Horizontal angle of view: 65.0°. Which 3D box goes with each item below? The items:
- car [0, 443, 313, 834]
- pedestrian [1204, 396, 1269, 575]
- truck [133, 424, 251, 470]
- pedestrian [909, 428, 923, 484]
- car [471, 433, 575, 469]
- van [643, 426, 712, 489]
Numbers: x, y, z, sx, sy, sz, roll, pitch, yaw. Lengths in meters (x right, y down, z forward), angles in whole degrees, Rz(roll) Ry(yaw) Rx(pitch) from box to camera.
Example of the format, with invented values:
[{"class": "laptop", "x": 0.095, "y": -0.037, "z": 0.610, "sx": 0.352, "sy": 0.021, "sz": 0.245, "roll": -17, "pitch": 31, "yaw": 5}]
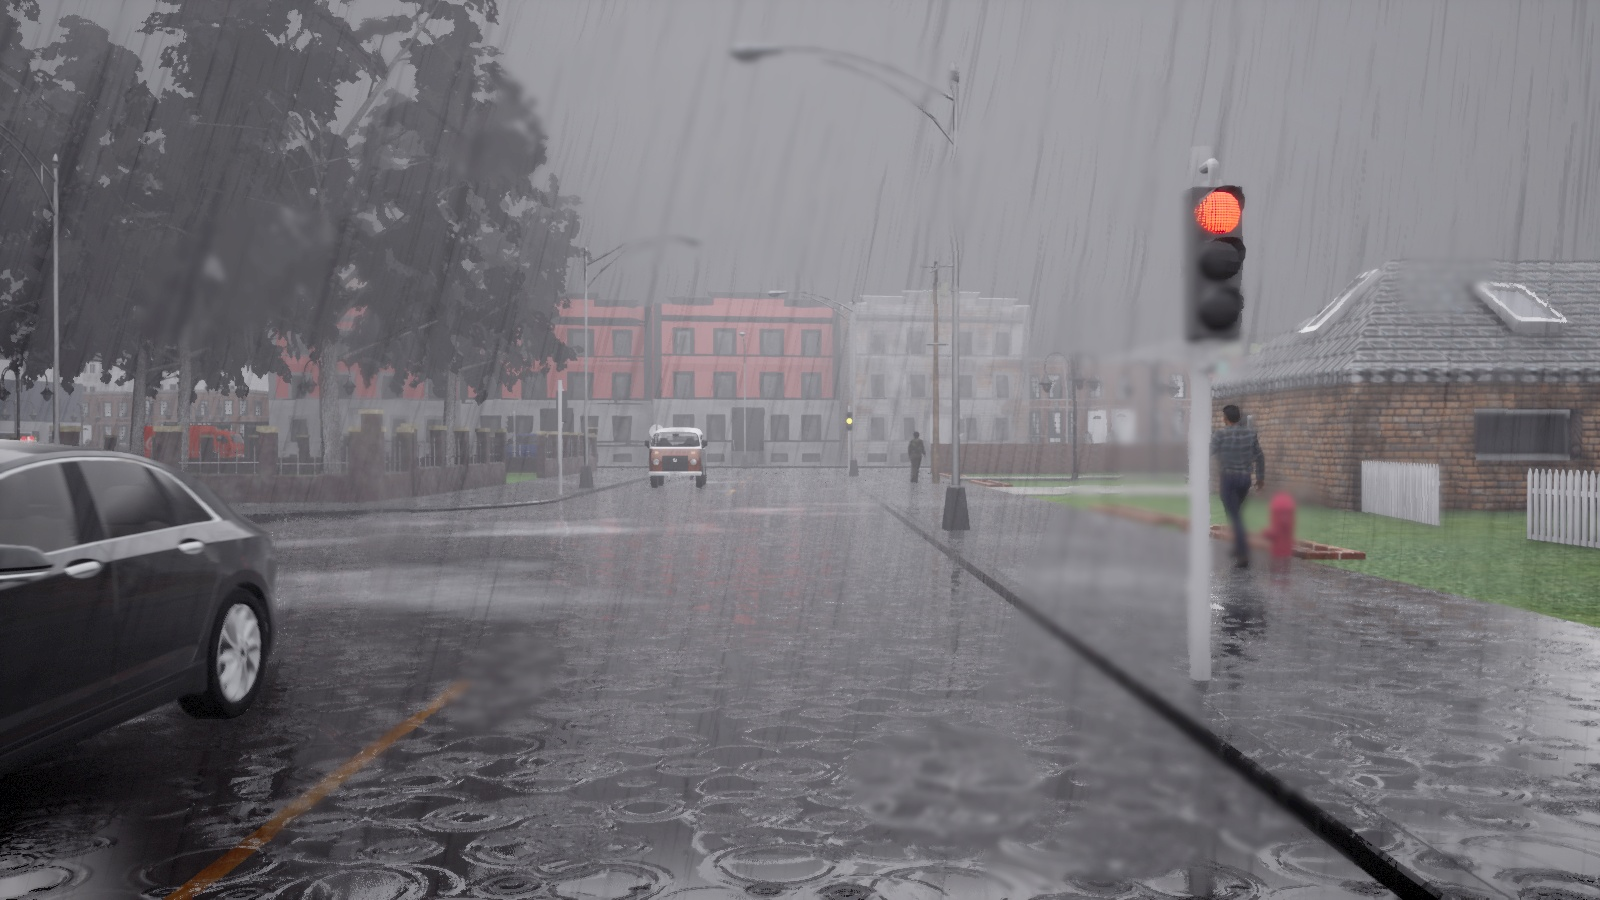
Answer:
[{"class": "car", "x": -3.970, "y": 0.718, "z": 5.395, "sx": 1.837, "sy": 1.490, "sz": 4.892, "roll": 0, "pitch": 0, "yaw": 0}, {"class": "pedestrian", "x": 4.873, "y": 0.381, "z": 14.043, "sx": 0.423, "sy": 1.949, "sz": 0.788, "roll": 0, "pitch": 0, "yaw": -2}, {"class": "truck", "x": -33.244, "y": -0.155, "z": 68.773, "sx": 5.204, "sy": 2.467, "sz": 2.627, "roll": 0, "pitch": 0, "yaw": 0}, {"class": "pedestrian", "x": 4.049, "y": 0.211, "z": 43.878, "sx": 0.395, "sy": 1.930, "sz": 0.692, "roll": 0, "pitch": 0, "yaw": 13}, {"class": "car", "x": -16.032, "y": 0.041, "z": 72.863, "sx": 5.566, "sy": 2.045, "sz": 2.150, "roll": 0, "pitch": 0, "yaw": -1}, {"class": "van", "x": -4.137, "y": 0.224, "z": 42.958, "sx": 2.069, "sy": 2.038, "sz": 4.480, "roll": 0, "pitch": 0, "yaw": -2}]
